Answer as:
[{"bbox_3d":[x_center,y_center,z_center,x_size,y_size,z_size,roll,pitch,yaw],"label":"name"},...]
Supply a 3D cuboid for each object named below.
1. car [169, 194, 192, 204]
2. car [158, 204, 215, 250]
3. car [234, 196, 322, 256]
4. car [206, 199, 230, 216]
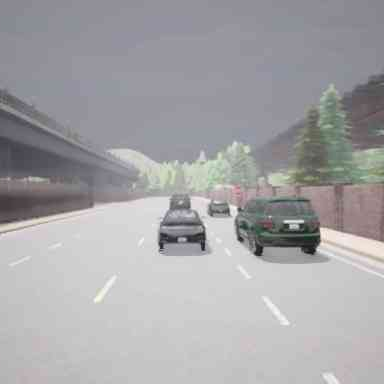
[{"bbox_3d":[-1.206,1.180,34.400,2.150,2.045,5.566,0,0,-2],"label":"car"},{"bbox_3d":[-0.431,1.474,14.202,2.128,1.511,4.902,0,0,-2],"label":"car"},{"bbox_3d":[3.119,1.177,13.164,2.150,2.045,5.566,0,0,-2],"label":"car"},{"bbox_3d":[2.413,1.426,31.221,2.128,1.511,4.902,0,0,-2],"label":"car"}]
